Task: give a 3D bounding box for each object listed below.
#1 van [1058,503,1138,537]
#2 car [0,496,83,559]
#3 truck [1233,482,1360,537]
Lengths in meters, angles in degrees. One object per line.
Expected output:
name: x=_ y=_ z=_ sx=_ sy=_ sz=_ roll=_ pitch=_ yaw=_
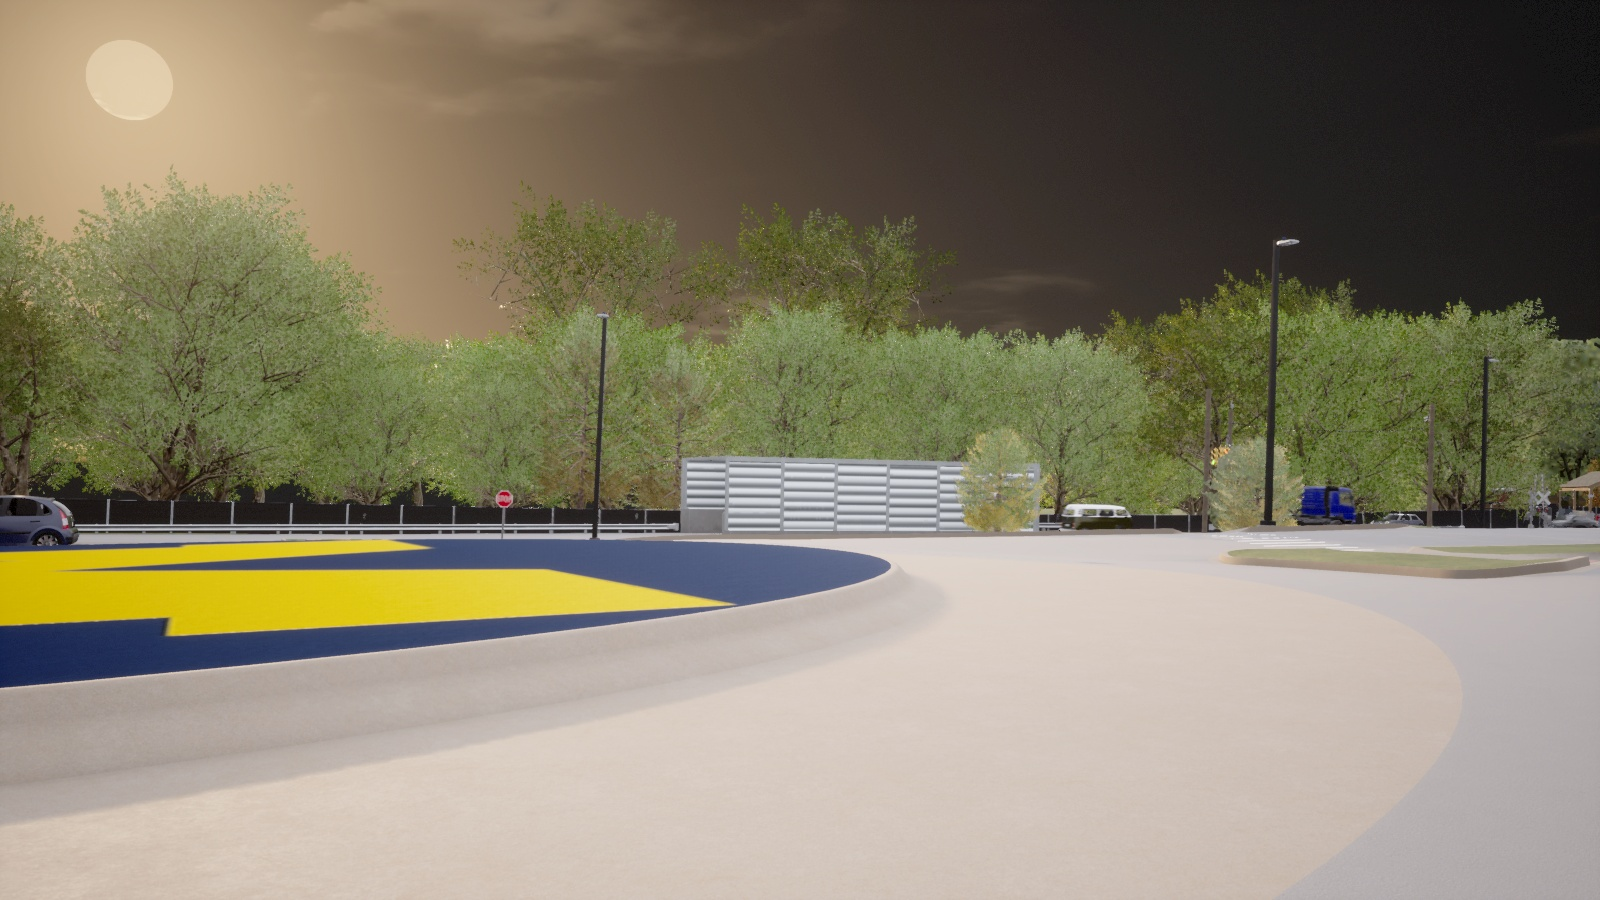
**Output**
van: x=18.608 y=4.355 z=78.405 sx=4.480 sy=2.038 sz=2.069 roll=1 pitch=-1 yaw=-22
car: x=-21.733 y=2.071 z=33.839 sx=3.988 sy=1.617 sz=1.851 roll=2 pitch=-1 yaw=-24
truck: x=33.200 y=3.945 z=83.971 sx=7.936 sy=3.462 sz=2.891 roll=1 pitch=-1 yaw=-20
